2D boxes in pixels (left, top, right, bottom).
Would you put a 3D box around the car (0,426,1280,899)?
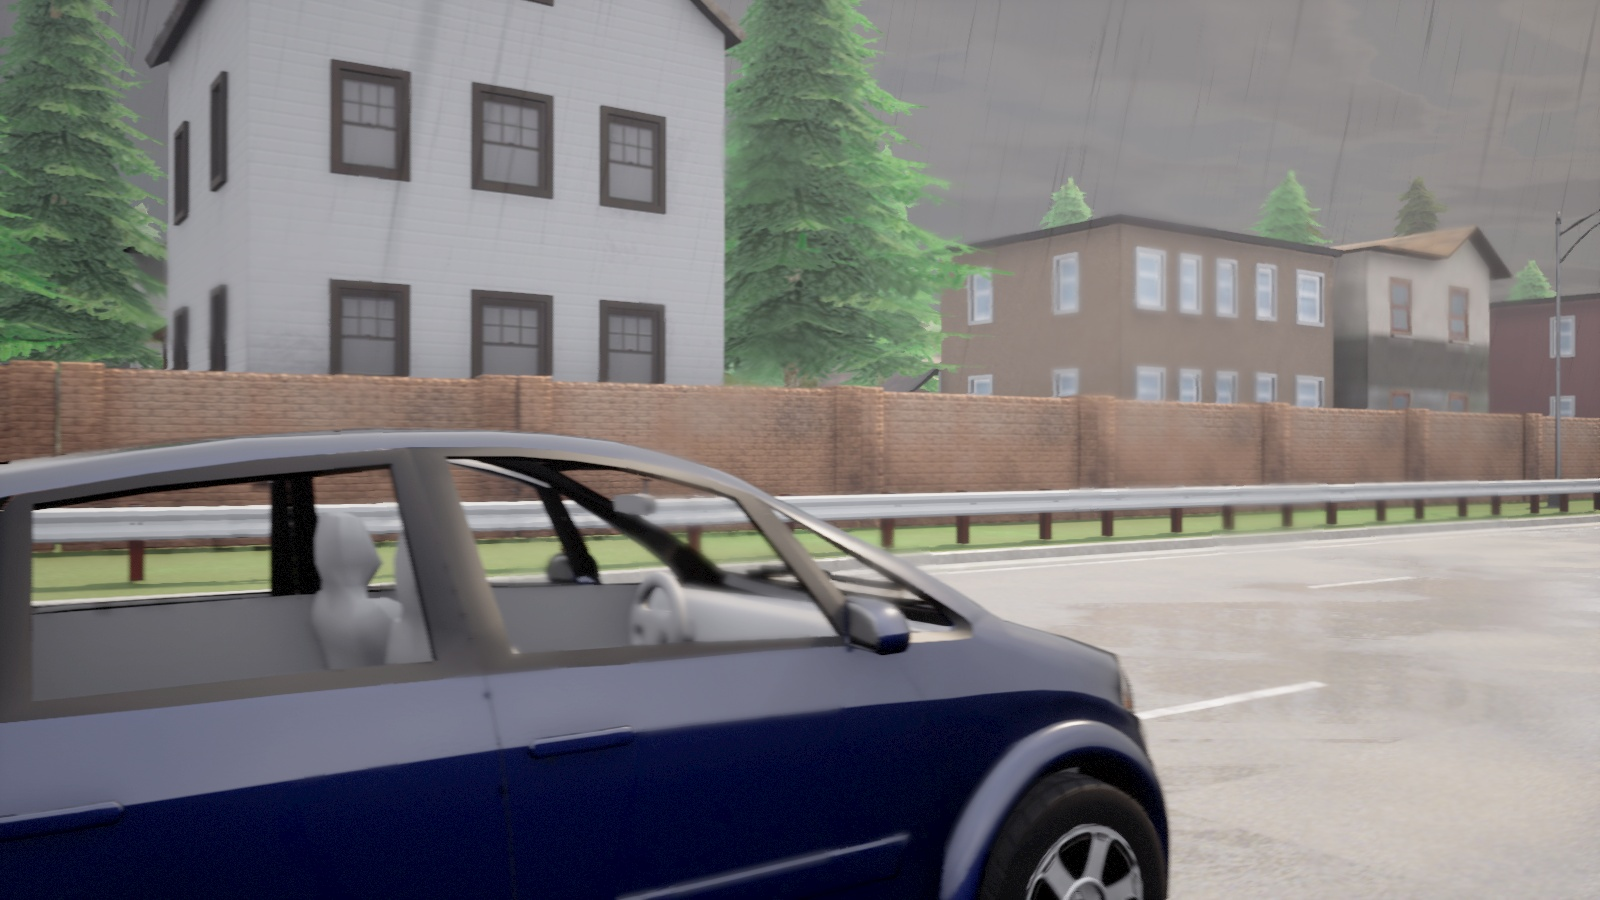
[{"bbox_3d":[-0.697,0.735,3.174,3.705,1.549,1.789,-1,0,-35],"label":"car"}]
